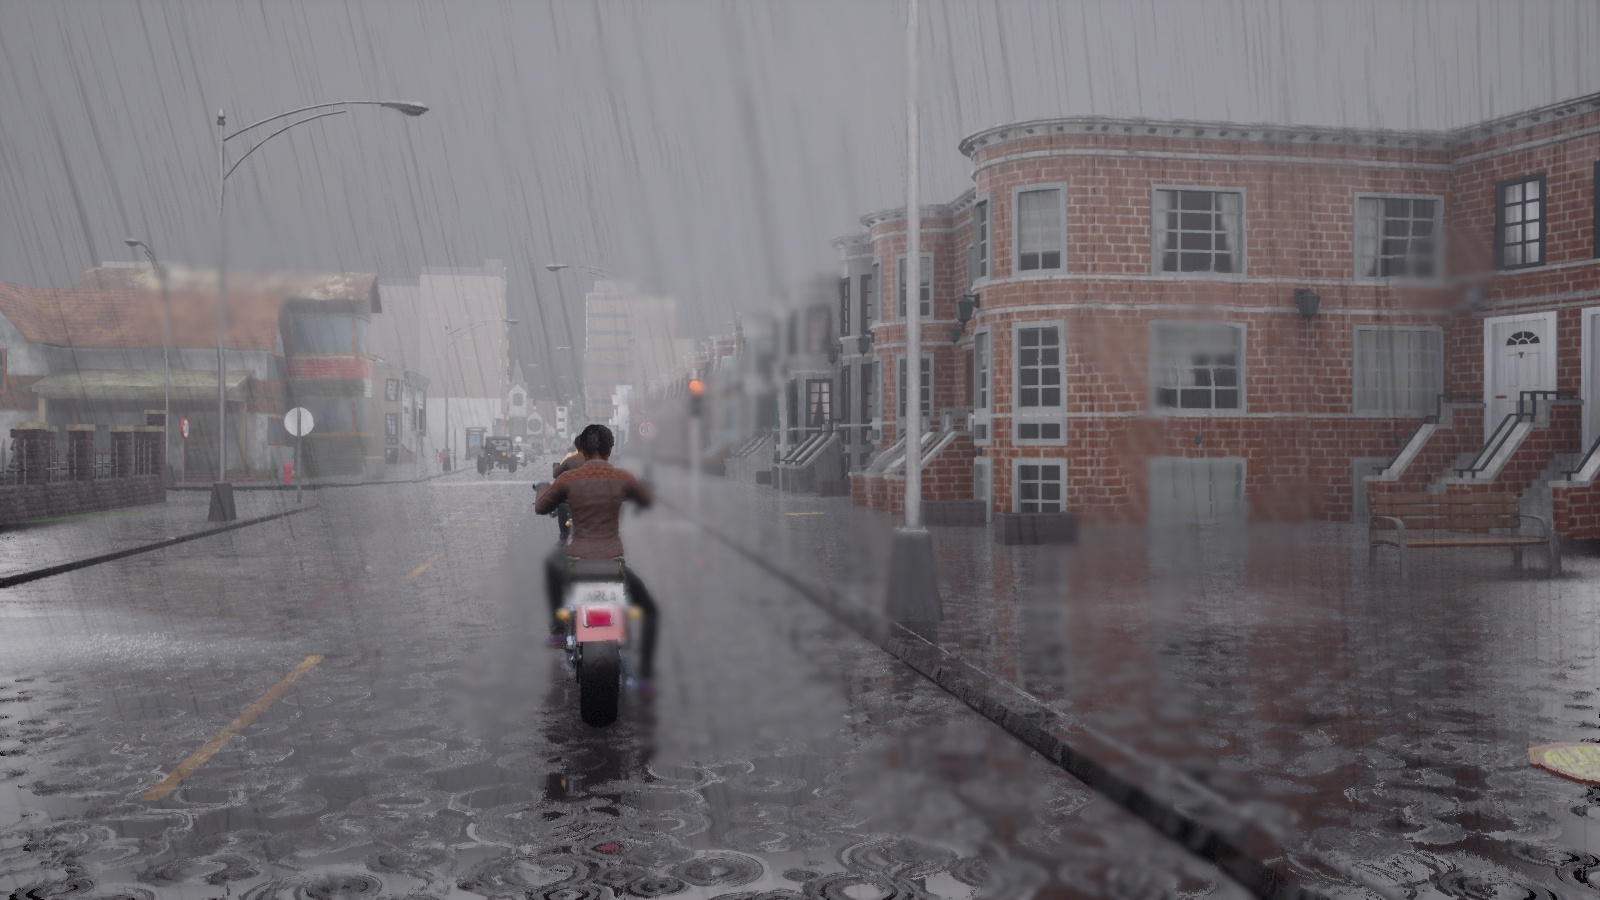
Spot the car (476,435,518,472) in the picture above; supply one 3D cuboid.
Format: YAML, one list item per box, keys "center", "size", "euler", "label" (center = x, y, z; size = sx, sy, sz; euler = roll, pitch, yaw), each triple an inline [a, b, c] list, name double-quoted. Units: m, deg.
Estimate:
- center: [-15.980, 0.179, 66.370]
  size: [1.905, 1.878, 3.866]
  euler: [0, 0, -10]
  label: "car"

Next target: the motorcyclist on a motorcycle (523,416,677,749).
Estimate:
- center: [-1.211, 0.656, 7.458]
  size: [0.766, 1.649, 2.350]
  euler: [0, 0, -10]
  label: "motorcyclist on a motorcycle"

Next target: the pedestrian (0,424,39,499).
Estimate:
- center: [-18.846, 0.277, 30.210]
  size: [0.869, 1.805, 0.328]
  euler: [0, 0, -9]
  label: "pedestrian"

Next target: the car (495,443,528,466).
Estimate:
- center: [-18.796, 0.265, 81.942]
  size: [1.970, 1.475, 3.806]
  euler: [0, 0, -10]
  label: "car"
